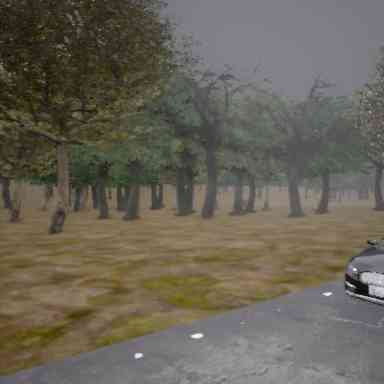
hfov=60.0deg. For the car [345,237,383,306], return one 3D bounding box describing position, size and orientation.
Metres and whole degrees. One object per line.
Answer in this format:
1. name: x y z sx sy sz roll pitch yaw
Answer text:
1. car: 5.239 1.472 7.255 4.902 1.511 2.128 0 0 -37
